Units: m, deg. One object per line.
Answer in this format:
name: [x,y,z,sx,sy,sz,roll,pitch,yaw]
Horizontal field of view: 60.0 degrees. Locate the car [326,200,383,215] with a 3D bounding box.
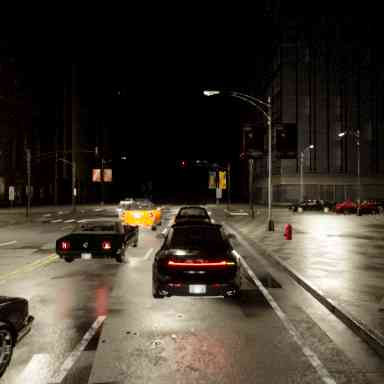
car: [15.376,1.576,31.313,4.206,1.307,1.802,0,0,-1]

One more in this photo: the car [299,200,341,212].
car: [15.262,1.661,39.837,4.313,1.339,1.947,0,0,-1]

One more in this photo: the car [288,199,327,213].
car: [13.200,1.574,37.056,4.892,1.490,1.837,0,-1,-1]

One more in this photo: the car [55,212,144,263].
car: [-3.125,1.615,12.057,1.895,1.301,4.718,0,0,0]

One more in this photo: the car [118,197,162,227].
car: [-3.109,1.395,21.050,2.097,1.767,4.553,0,0,0]

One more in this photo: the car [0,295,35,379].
car: [-3.152,1.548,2.269,2.033,1.411,5.357,0,0,0]

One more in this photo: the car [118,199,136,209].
car: [-9.746,1.743,50.463,1.812,1.442,4.674,0,0,0]

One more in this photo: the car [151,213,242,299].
car: [0.114,1.511,8.446,1.837,1.490,4.892,0,0,0]

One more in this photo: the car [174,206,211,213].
car: [0.035,1.509,17.937,1.882,1.535,5.008,0,0,0]

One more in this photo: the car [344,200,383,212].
car: [20.902,1.642,39.914,4.313,1.339,1.947,0,0,-1]

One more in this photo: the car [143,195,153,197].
car: [-9.612,1.600,71.825,2.150,2.045,5.566,0,0,0]
